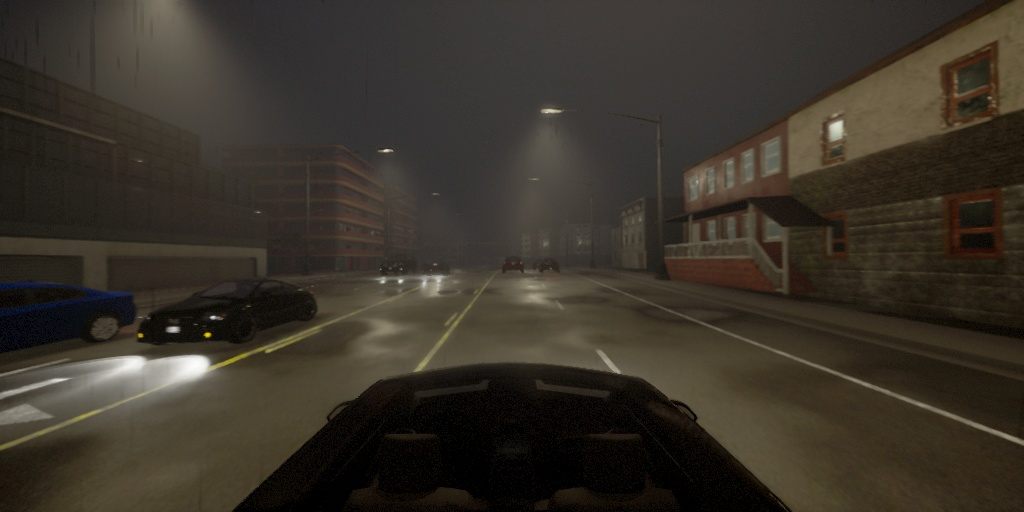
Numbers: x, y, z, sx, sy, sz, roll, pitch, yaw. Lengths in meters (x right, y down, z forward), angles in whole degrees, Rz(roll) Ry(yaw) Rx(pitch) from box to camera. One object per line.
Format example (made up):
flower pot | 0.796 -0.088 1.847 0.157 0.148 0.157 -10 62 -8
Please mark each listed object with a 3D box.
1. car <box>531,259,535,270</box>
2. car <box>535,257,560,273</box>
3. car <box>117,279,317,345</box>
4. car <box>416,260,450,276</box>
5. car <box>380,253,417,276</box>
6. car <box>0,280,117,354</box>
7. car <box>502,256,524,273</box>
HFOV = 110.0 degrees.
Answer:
car | 3.686 1.049 47.881 1.837 1.490 4.892 -1 -1 1
car | 3.617 0.874 35.577 1.837 1.490 4.892 -1 0 0
car | -7.085 1.323 9.491 1.994 1.385 4.181 -1 1 0
car | -6.956 1.028 32.801 1.994 1.385 4.181 -1 0 1
car | -10.451 0.722 33.634 2.150 2.045 5.566 -1 0 1
car | -10.597 1.294 7.070 1.882 1.535 5.008 -1 0 0
car | 0.115 0.756 35.827 2.097 1.767 4.553 -1 0 0
